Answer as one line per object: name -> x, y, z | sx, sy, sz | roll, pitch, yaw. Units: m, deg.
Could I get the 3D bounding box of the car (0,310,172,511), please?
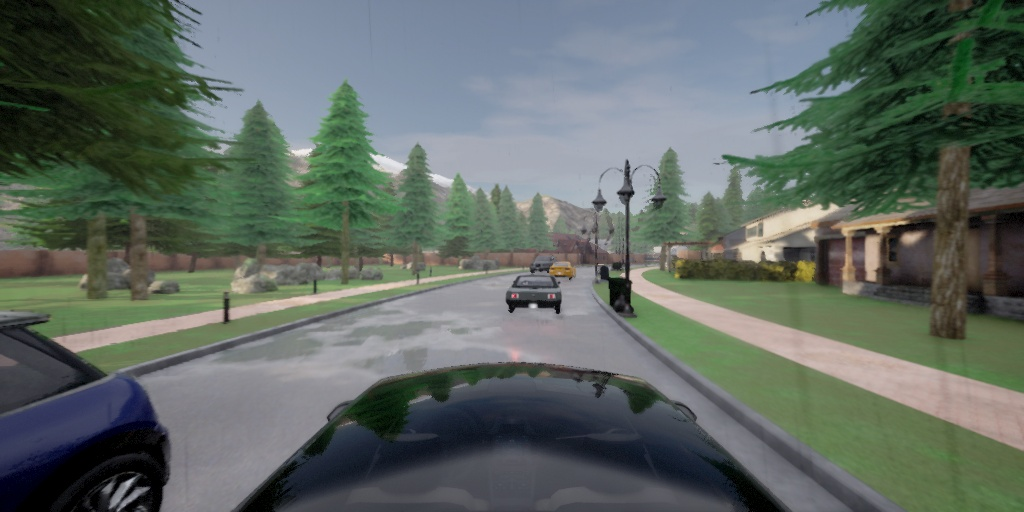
car -> -3.471, 1.089, 0.559 | 2.097, 1.767, 4.553 | 0, 0, 0

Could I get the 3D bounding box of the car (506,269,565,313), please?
car -> 0.963, 1.354, 14.004 | 1.895, 1.301, 4.718 | 0, 0, 7

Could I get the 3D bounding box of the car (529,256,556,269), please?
car -> 3.736, 0.982, 41.145 | 2.150, 2.045, 5.566 | 0, 0, 21

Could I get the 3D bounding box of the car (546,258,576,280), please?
car -> 4.550, 1.244, 31.700 | 1.882, 1.535, 5.008 | 0, 0, 15
